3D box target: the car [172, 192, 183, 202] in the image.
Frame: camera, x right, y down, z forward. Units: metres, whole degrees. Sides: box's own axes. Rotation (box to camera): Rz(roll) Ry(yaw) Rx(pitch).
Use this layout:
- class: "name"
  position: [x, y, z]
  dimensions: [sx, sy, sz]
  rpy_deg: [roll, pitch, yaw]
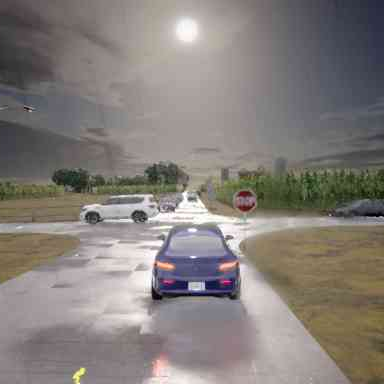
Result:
- class: "car"
  position: [-2.822, 0.978, 66.035]
  dimensions: [2.097, 1.767, 4.553]
  rpy_deg: [0, 1, 0]

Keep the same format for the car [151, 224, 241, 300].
- class: "car"
  position: [0.087, 1.525, 8.268]
  dimensions: [1.812, 1.442, 4.674]
  rpy_deg: [0, 0, 0]

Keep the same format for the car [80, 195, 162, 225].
- class: "car"
  position: [-5.284, 1.265, 24.505]
  dimensions: [5.566, 2.045, 2.150]
  rpy_deg: [-1, 0, 0]

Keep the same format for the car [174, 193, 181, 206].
- class: "car"
  position: [-2.871, 1.288, 46.619]
  dimensions: [1.882, 1.535, 5.008]
  rpy_deg: [0, 0, 0]

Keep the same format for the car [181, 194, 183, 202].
- class: "car"
  position: [-2.862, 1.328, 56.234]
  dimensions: [1.895, 1.301, 4.718]
  rpy_deg: [0, 1, 0]

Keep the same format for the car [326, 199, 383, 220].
- class: "car"
  position: [12.821, 1.252, 24.584]
  dimensions: [5.357, 1.411, 2.033]
  rpy_deg: [-1, 0, -2]

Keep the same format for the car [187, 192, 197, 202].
- class: "car"
  position: [0.062, 1.229, 65.812]
  dimensions: [1.895, 1.301, 4.718]
  rpy_deg: [0, 1, 0]

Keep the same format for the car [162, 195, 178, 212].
- class: "car"
  position: [-2.813, 1.386, 37.107]
  dimensions: [1.837, 1.490, 4.892]
  rpy_deg: [0, 0, -2]
